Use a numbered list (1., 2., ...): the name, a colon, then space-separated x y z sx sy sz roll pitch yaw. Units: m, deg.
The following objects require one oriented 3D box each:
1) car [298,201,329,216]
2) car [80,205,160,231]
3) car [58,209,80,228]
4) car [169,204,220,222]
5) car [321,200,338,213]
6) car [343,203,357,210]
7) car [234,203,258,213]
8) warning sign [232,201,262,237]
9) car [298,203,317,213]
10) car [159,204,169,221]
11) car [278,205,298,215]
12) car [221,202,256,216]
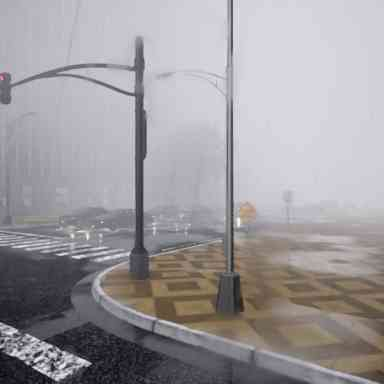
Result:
1. car: 16.274 2.343 44.355 2.128 1.511 4.902 0 -1 33
2. car: -4.923 1.874 23.612 2.033 1.411 5.357 0 -1 33
3. car: -7.795 1.844 25.141 1.812 1.442 4.674 0 -1 31
4. car: 0.339 1.992 31.814 2.128 1.511 4.902 0 -1 33
5. car: 21.793 2.254 53.046 2.150 2.045 5.566 0 -1 33
6. car: 31.323 2.837 65.802 1.812 1.442 4.674 0 -1 33
7. car: 8.130 2.370 49.869 1.812 1.442 4.674 0 -1 32
8. warning sign: 3.084 1.454 18.560 1.300 1.860 1.060 1 1 33
9. car: 19.038 2.593 54.772 1.994 1.385 4.181 0 -1 33
10. car: -2.831 1.988 32.891 1.837 1.490 4.892 0 -1 33
11. car: 13.604 2.450 46.206 1.895 1.301 4.718 0 -1 33
12. car: 5.808 2.034 40.324 2.097 1.767 4.553 0 -1 33
